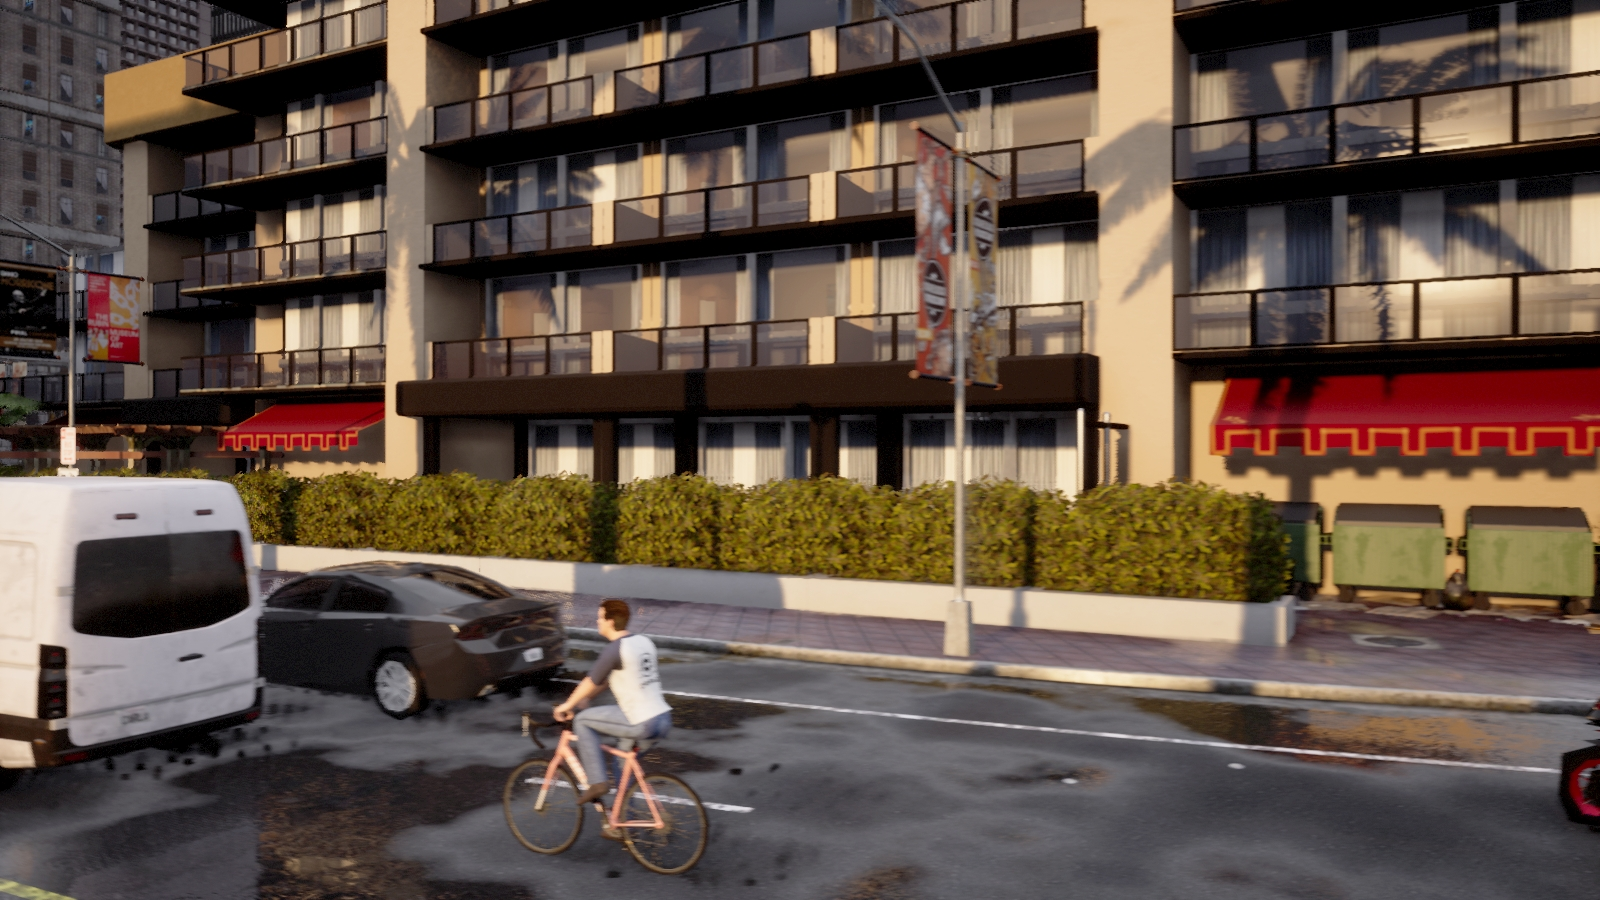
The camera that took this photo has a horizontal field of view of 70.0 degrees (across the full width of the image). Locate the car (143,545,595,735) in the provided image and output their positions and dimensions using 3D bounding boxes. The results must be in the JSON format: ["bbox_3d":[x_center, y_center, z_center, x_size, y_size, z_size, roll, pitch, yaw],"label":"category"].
[{"bbox_3d":[-5.062,2.039,13.324,5.006,1.535,2.097,0,0,27],"label":"car"}]

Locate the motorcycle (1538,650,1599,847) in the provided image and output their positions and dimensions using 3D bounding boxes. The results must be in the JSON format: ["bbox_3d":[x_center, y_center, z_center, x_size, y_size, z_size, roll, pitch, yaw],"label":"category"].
[{"bbox_3d":[6.775,2.209,8.309,2.209,1.251,0.867,0,0,17],"label":"motorcycle"}]

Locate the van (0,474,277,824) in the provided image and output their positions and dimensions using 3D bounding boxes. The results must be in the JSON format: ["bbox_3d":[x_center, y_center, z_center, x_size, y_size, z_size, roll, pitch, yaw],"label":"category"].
[{"bbox_3d":[-7.845,1.538,10.845,5.915,2.561,1.988,0,0,27],"label":"van"}]
